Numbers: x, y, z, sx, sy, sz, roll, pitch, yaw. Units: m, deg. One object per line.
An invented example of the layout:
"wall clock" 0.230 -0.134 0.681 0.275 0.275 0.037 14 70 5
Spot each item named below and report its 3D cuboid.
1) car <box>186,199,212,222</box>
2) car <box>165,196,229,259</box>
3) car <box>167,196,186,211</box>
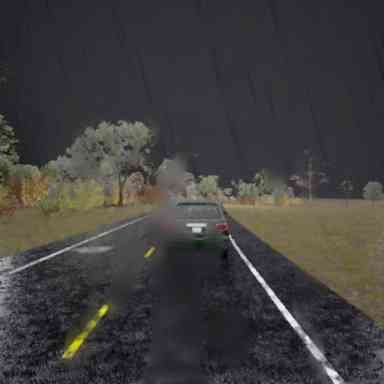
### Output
"car" 0.657 1.554 29.089 2.097 1.767 4.553 0 0 2
"car" 0.233 1.312 13.143 2.150 2.045 5.566 0 0 2
"car" -2.107 1.593 47.642 2.150 2.045 5.566 0 -1 4
